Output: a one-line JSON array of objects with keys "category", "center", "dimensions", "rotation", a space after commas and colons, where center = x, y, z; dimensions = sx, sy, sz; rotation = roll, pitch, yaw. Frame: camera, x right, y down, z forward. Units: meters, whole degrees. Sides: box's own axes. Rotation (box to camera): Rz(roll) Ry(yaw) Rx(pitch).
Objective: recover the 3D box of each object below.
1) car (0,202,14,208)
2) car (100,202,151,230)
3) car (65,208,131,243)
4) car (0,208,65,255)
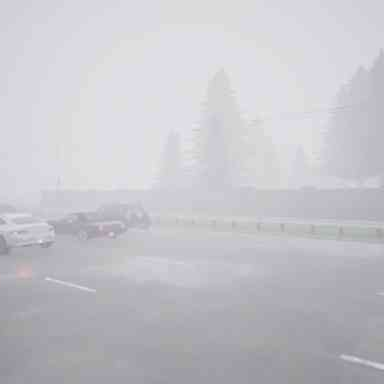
[{"category": "car", "center": [-17.397, 1.608, 29.287], "dimensions": [4.892, 1.490, 1.837], "rotation": [0, 0, 36]}, {"category": "car", "center": [-4.717, 1.404, 20.235], "dimensions": [4.553, 1.767, 2.097], "rotation": [0, 0, 36]}, {"category": "car", "center": [-5.485, 1.647, 16.482], "dimensions": [4.718, 1.301, 1.895], "rotation": [0, 0, 36]}, {"category": "car", "center": [-7.462, 1.572, 13.582], "dimensions": [4.674, 1.442, 1.812], "rotation": [0, 0, 36]}]
